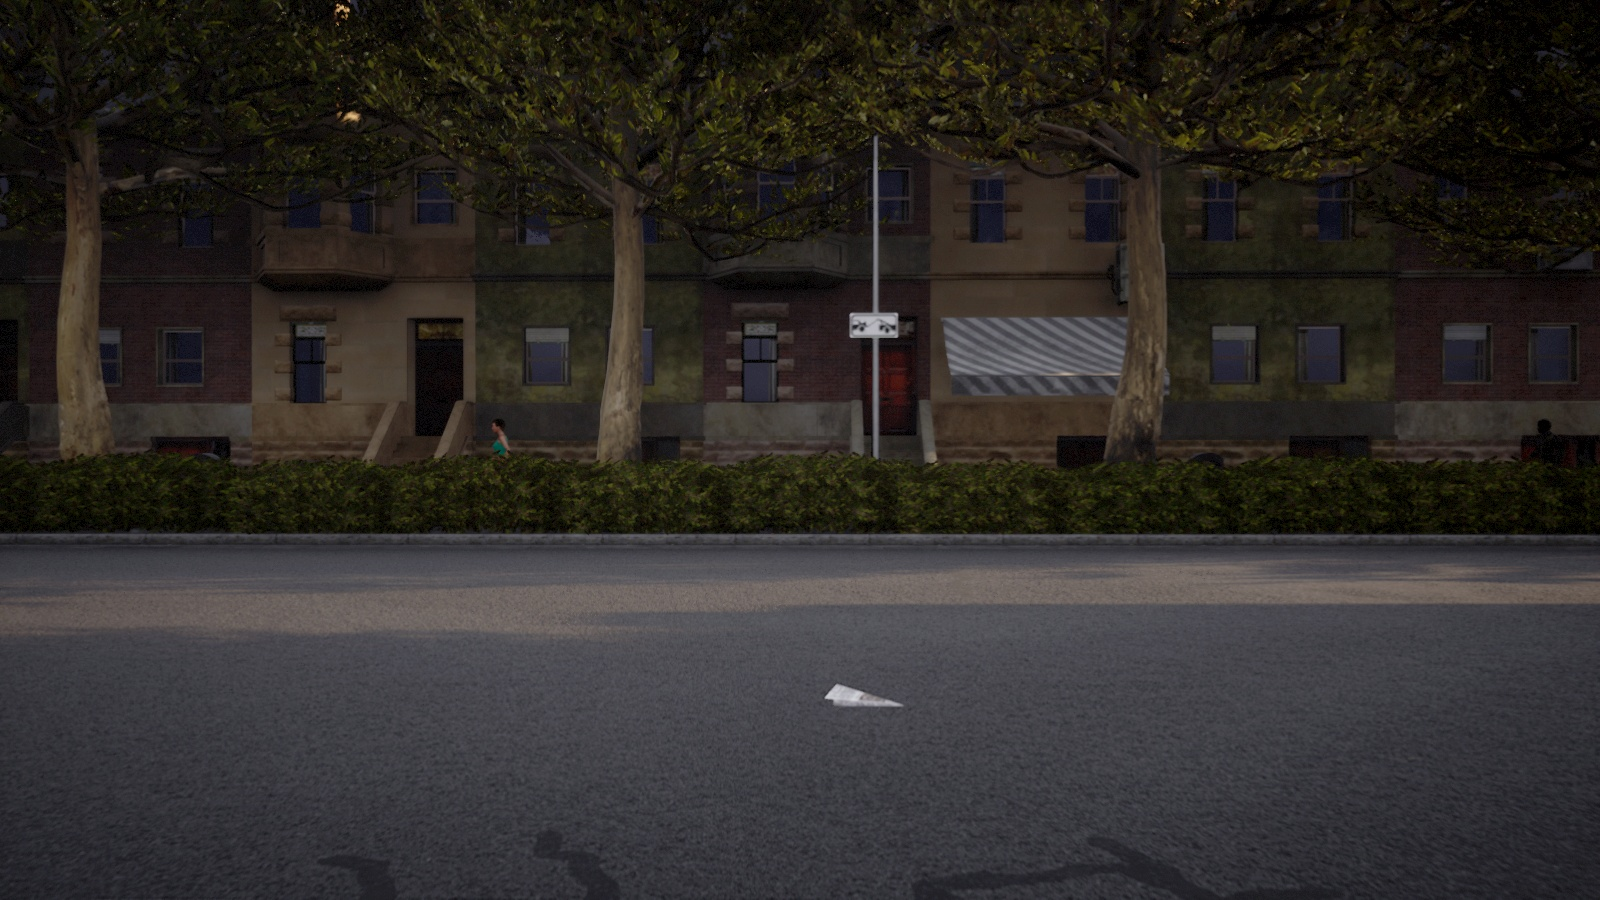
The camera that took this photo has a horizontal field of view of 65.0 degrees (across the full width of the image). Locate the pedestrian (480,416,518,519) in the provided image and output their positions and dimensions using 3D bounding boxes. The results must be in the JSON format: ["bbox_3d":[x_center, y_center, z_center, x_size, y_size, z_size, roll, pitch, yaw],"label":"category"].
[{"bbox_3d":[-5.409,0.314,22.599,0.594,1.836,0.345,0,0,1],"label":"pedestrian"}]

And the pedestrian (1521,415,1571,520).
[{"bbox_3d":[13.839,0.324,23.309,0.692,1.930,0.395,0,0,4],"label":"pedestrian"}]
